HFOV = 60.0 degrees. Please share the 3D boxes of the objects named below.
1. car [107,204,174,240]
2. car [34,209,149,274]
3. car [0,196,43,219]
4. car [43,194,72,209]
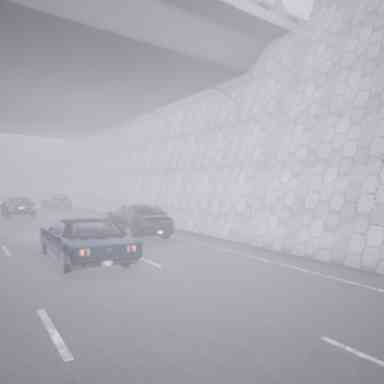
[{"bbox_3d":[-2.612,1.304,15.347,1.837,1.490,4.892,1,1,-34],"label":"car"},{"bbox_3d":[-3.304,1.425,10.082,1.895,1.301,4.718,1,1,-34],"label":"car"},{"bbox_3d":[-12.084,1.002,23.079,2.033,1.411,5.357,1,1,-34],"label":"car"},{"bbox_3d":[-11.897,0.901,29.095,2.128,1.511,4.902,1,1,-34],"label":"car"}]
